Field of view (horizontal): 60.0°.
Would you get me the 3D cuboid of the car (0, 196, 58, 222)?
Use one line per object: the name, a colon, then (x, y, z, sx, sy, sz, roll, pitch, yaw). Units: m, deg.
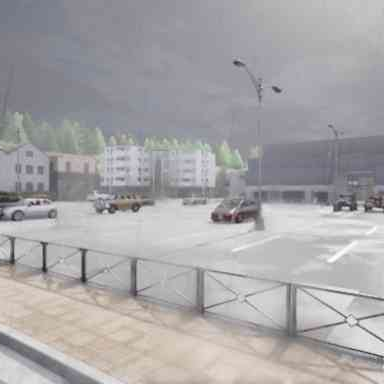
car: (-11.557, 1.239, 23.412, 1.970, 1.475, 3.806, 0, 0, 35)

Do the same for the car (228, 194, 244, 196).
car: (5.885, 1.047, 42.758, 2.152, 1.636, 5.027, 0, 0, 35)

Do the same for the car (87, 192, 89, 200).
car: (-15.319, 0.788, 56.909, 2.150, 2.045, 5.566, 0, 0, 35)

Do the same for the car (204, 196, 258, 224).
car: (3.069, 1.242, 22.601, 2.007, 1.523, 4.514, 0, 0, 35)

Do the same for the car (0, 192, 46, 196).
car: (-13.920, 0.937, 25.826, 1.905, 1.878, 3.866, 0, 0, 35)

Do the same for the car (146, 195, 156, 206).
car: (-6.602, 1.138, 42.544, 2.007, 1.523, 4.514, 0, 0, 35)

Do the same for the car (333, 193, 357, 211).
car: (16.341, 1.039, 35.384, 1.905, 1.878, 3.866, 0, 0, 35)

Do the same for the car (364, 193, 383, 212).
car: (18.953, 1.075, 34.046, 1.932, 1.855, 4.605, 0, 0, 35)

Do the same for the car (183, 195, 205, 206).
car: (0.454, 1.092, 46.193, 1.970, 1.475, 3.806, 0, 0, 35)

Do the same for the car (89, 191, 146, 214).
car: (-6.699, 0.975, 30.362, 1.932, 1.855, 4.605, 0, 0, 35)
